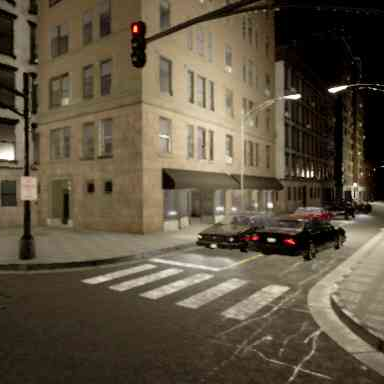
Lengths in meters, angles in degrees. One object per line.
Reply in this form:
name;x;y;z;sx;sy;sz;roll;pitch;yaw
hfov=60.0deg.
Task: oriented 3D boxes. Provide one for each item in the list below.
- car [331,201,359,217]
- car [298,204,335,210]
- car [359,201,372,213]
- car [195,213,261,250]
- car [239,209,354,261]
car;13.470;1.615;30.171;1.837;1.490;4.892;0;0;35
car;7.875;1.695;22.320;1.895;1.301;4.718;0;0;36
car;19.385;1.727;38.419;1.895;1.301;4.718;0;0;36
car;2.321;1.624;14.512;2.033;1.411;5.357;0;0;35
car;4.184;1.605;12.647;2.033;1.411;5.357;-1;0;41
